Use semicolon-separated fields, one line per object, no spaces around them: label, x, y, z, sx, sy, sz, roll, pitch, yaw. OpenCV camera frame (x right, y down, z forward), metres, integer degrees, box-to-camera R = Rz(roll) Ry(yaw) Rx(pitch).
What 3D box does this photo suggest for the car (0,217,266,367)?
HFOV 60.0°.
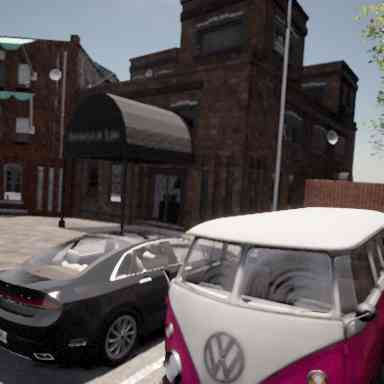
car;-0.809;1.398;5.846;2.231;1.521;4.892;2;1;35
